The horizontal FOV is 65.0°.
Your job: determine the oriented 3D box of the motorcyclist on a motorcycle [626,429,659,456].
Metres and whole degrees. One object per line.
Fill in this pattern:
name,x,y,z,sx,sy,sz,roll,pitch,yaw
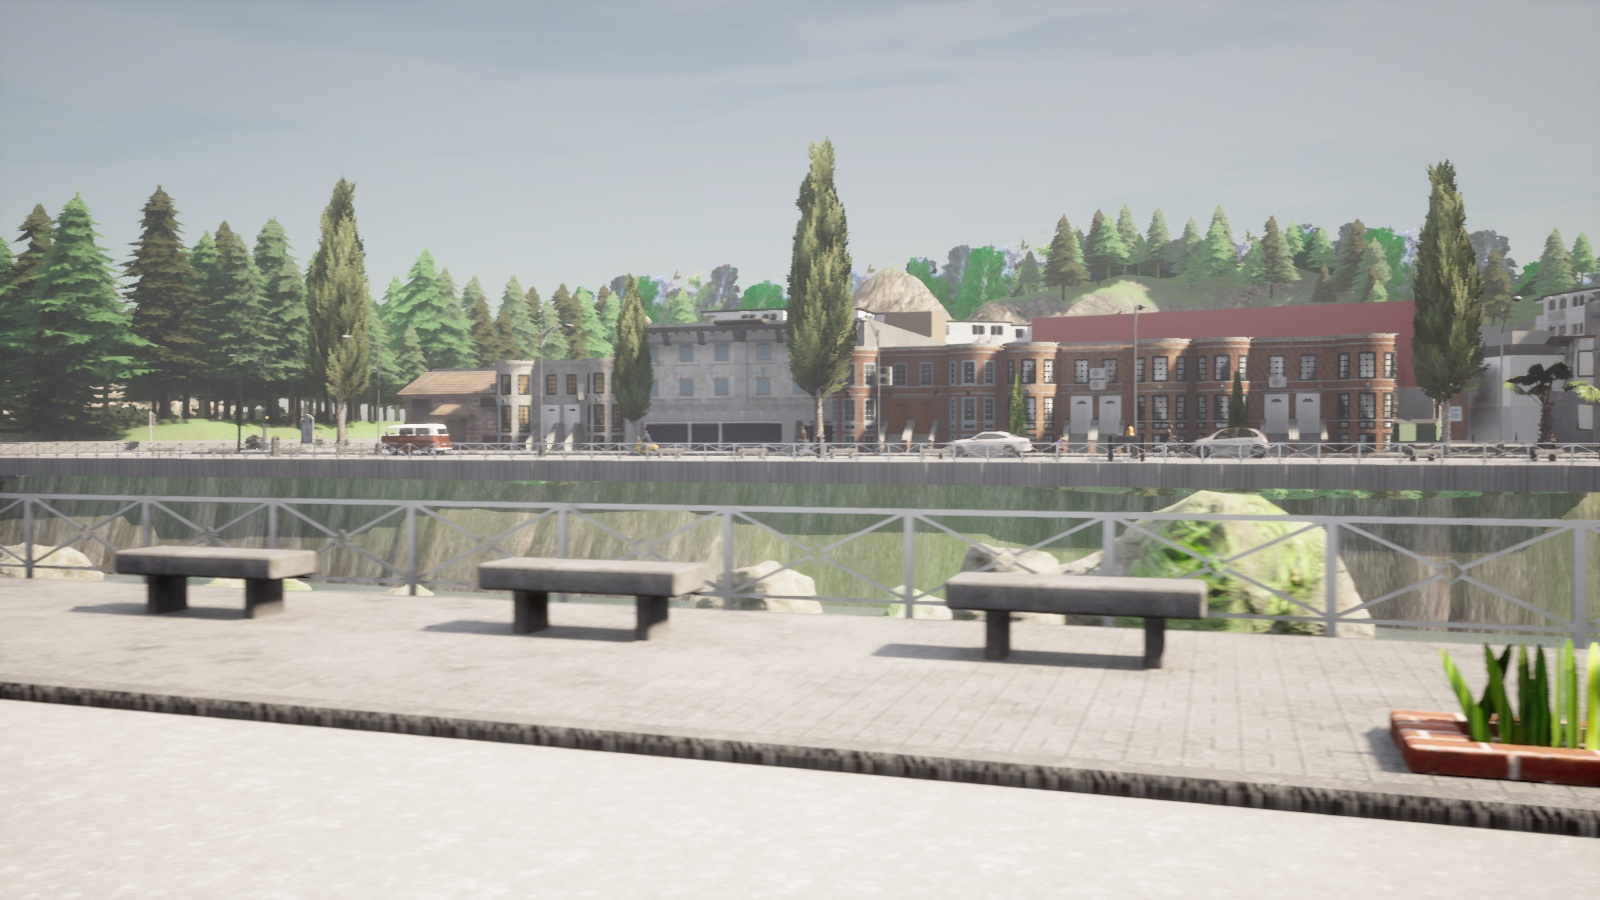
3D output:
motorcyclist on a motorcycle,-9.551,-0.476,76.201,1.817,1.590,0.866,1,1,19

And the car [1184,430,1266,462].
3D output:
car,22.180,-0.241,65.535,3.988,1.617,1.851,1,1,19

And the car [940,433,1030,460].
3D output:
car,10.236,-0.223,69.552,4.674,1.442,1.812,1,1,19

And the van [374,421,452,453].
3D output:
van,-25.061,-0.848,81.411,4.480,2.038,2.069,1,1,19
